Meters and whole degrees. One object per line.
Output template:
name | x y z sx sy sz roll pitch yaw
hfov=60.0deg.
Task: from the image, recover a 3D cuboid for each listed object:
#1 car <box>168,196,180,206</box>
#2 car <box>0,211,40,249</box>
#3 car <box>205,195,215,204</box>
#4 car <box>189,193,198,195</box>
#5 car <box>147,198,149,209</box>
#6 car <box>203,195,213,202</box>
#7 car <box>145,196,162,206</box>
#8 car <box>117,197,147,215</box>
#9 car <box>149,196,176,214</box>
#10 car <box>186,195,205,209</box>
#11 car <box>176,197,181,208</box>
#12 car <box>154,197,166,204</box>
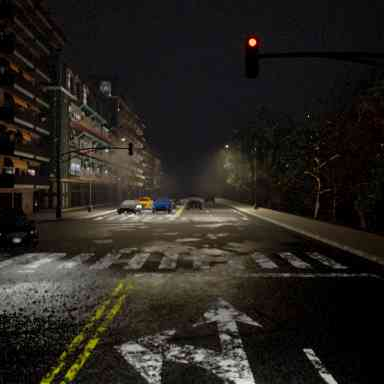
car | -3.004 1.518 55.900 1.837 1.490 4.892 0 0 0
car | -7.881 1.560 14.132 2.128 1.511 4.902 1 -2 -38
car | 3.543 1.525 66.077 1.837 1.490 4.892 0 0 0
car | 0.308 1.245 67.018 2.150 2.045 5.566 0 0 1
car | -6.354 1.485 44.572 1.882 1.535 5.008 0 0 1
car | 3.590 1.498 76.496 2.033 1.411 5.357 0 0 0
car | -6.260 1.504 54.712 2.128 1.511 4.902 0 0 0
car | -6.438 1.551 34.920 2.033 1.411 5.357 0 0 0
car | -3.179 1.482 36.357 1.882 1.535 5.008 0 0 1
car | 0.283 1.499 45.217 2.128 1.511 4.902 0 0 0
car | -3.090 1.500 45.838 2.128 1.511 4.902 0 0 1
car | -6.212 1.620 65.036 1.895 1.301 4.718 0 0 0
